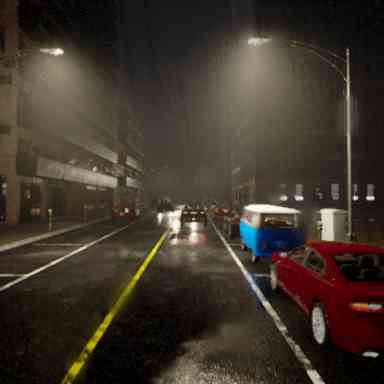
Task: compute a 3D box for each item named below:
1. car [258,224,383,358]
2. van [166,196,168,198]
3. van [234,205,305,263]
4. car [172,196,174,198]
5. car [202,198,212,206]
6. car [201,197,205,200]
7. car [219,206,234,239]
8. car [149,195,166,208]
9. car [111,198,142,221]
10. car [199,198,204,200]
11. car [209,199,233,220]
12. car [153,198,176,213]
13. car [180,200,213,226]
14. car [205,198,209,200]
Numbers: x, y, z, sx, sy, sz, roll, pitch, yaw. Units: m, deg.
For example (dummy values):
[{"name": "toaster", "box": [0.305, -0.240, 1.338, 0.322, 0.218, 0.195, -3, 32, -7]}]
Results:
[{"name": "car", "box": [2.682, 1.572, 6.130, 1.887, 1.381, 4.507, 1, 0, 0]}, {"name": "van", "box": [-5.583, 1.595, 57.548, 1.690, 1.788, 3.998, 1, 0, 0]}, {"name": "van", "box": [2.695, 1.394, 11.828, 1.690, 1.788, 3.998, 1, 0, 0]}, {"name": "car", "box": [-5.561, 1.855, 74.470, 1.752, 1.417, 4.829, 1, 0, 0]}, {"name": "car", "box": [2.769, 1.804, 63.277, 1.752, 1.417, 4.829, 1, 0, 0]}, {"name": "car", "box": [2.751, 1.778, 51.711, 2.008, 1.369, 4.403, 1, 0, 0]}, {"name": "car", "box": [2.699, 1.644, 17.525, 1.947, 1.339, 4.313, 1, 0, 0]}, {"name": "car", "box": [-5.594, 1.670, 51.850, 1.967, 1.590, 4.097, 1, 0, 0]}, {"name": "car", "box": [-5.625, 1.445, 29.060, 2.192, 1.841, 5.009, 1, 0, 0]}, {"name": "car", "box": [0.163, 1.785, 41.710, 1.895, 1.301, 4.718, 0, 0, 0]}, {"name": "car", "box": [2.719, 1.568, 28.921, 1.967, 1.590, 4.097, 1, 0, 0]}, {"name": "car", "box": [-3.031, 1.737, 39.072, 1.994, 1.385, 4.181, 0, 0, 0]}, {"name": "car", "box": [0.137, 1.602, 24.463, 2.128, 1.511, 4.902, 0, 0, 0]}, {"name": "car", "box": [2.735, 1.704, 40.486, 1.752, 1.417, 4.829, 1, 0, 0]}]
